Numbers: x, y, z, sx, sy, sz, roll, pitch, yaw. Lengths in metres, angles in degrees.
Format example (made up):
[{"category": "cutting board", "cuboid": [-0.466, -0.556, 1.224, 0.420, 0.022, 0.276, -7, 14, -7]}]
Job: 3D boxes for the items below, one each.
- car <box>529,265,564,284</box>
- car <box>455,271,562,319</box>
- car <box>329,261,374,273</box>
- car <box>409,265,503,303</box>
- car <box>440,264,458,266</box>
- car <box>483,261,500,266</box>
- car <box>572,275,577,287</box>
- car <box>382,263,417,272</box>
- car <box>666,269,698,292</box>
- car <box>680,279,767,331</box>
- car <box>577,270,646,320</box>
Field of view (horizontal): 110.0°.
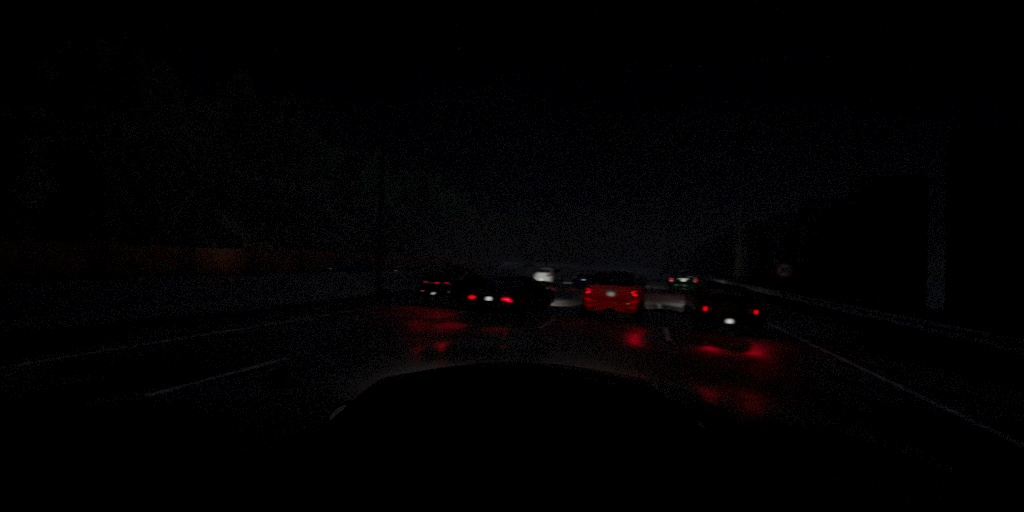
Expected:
[{"category": "car", "cuboid": [3.246, 1.754, 31.503, 1.812, 1.442, 4.674, 1, -1, 22]}, {"category": "car", "cuboid": [0.151, 1.459, 13.713, 2.033, 1.411, 5.357, 1, -1, 21]}, {"category": "car", "cuboid": [-16.932, 1.234, 38.131, 1.882, 1.535, 5.008, 1, -1, 22]}, {"category": "car", "cuboid": [-2.341, 1.376, 16.942, 2.128, 1.511, 4.902, 1, -1, 21]}, {"category": "car", "cuboid": [-6.441, 1.527, 36.224, 1.837, 1.490, 4.892, 1, -1, 22]}, {"category": "car", "cuboid": [-4.435, 1.959, 61.774, 2.033, 1.411, 5.357, 1, -1, 20]}, {"category": "car", "cuboid": [6.306, 1.855, 29.733, 1.994, 1.385, 4.181, 1, -1, 22]}, {"category": "car", "cuboid": [-10.647, 1.417, 35.114, 1.812, 1.442, 4.674, 1, -1, 23]}, {"category": "car", "cuboid": [12.767, 1.785, 27.022, 2.097, 1.767, 4.553, 1, -1, 22]}, {"category": "car", "cuboid": [7.279, 1.696, 12.730, 1.895, 1.301, 4.718, 1, -1, 21]}, {"category": "car", "cuboid": [4.201, 1.384, 14.441, 2.097, 1.767, 4.553, 1, -1, 21]}]
